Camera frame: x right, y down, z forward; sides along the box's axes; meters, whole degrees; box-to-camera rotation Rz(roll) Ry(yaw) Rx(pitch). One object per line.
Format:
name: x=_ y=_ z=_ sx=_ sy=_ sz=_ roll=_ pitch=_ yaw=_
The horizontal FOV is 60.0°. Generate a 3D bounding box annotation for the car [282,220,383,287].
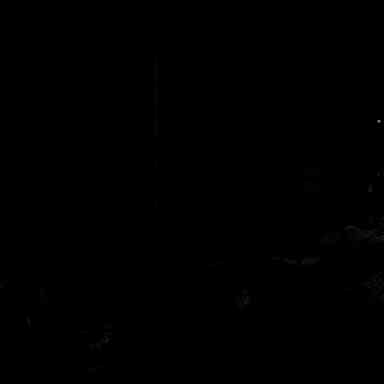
car: x=3.889 y=1.589 z=9.309 sx=4.206 sy=1.307 sz=1.802 roll=0 pitch=0 yaw=-35

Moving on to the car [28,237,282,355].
car: x=-0.590 y=1.568 z=6.114 sx=4.313 sy=1.339 sz=1.947 roll=0 pitch=0 yaw=-35
